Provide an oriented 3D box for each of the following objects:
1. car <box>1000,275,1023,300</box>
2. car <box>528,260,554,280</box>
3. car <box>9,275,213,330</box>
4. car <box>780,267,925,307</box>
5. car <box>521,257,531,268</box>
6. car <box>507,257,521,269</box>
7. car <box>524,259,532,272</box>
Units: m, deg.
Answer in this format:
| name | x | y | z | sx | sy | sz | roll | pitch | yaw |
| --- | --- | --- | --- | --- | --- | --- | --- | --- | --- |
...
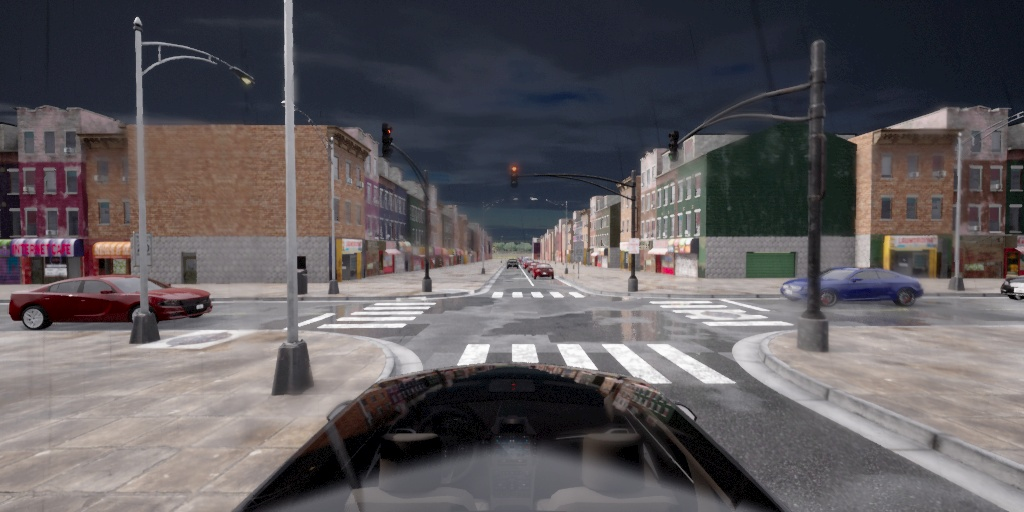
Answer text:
| name | x | y | z | sx | sy | sz | roll | pitch | yaw |
| --- | --- | --- | --- | --- | --- | --- | --- | --- | --- |
| car | 22.459 | 1.087 | 14.088 | 4.902 | 1.511 | 2.128 | 0 | 1 | 0 |
| car | 2.694 | 1.292 | 31.681 | 1.888 | 1.381 | 4.507 | 0 | 0 | 0 |
| car | -12.310 | 1.338 | 11.226 | 5.008 | 1.535 | 1.882 | 0 | 1 | -1 |
| car | 13.298 | 1.160 | 14.130 | 4.674 | 1.442 | 1.812 | 0 | 1 | 1 |
| car | 2.737 | 1.293 | 53.811 | 1.888 | 1.381 | 4.507 | 0 | 0 | 0 |
| car | 0.106 | 1.253 | 56.428 | 1.837 | 1.490 | 4.892 | 0 | 0 | 0 |
| car | 2.716 | 1.329 | 42.746 | 1.802 | 1.307 | 4.207 | 0 | 0 | 0 |
